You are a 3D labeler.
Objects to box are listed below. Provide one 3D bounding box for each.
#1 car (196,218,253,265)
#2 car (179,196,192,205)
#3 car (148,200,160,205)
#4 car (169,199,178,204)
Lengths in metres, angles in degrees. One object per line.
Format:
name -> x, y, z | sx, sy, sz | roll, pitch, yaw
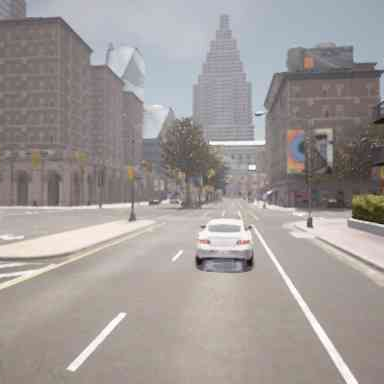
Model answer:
car -> 1.232, 1.661, 12.140 | 1.812, 1.442, 4.674 | 0, 0, 8
car -> -1.235, 2.152, 85.478 | 2.150, 2.045, 5.566 | 0, -1, 7
car -> -8.912, 2.431, 78.485 | 1.895, 1.301, 4.718 | 0, -1, 7
car -> -4.705, 2.465, 85.935 | 2.033, 1.411, 5.357 | 0, -1, 7
